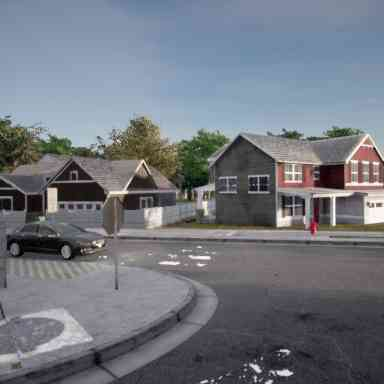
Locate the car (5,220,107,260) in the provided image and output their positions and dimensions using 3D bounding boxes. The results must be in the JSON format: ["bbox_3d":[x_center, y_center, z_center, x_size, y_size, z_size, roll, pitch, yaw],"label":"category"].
[{"bbox_3d":[-6.088,2.046,14.784,4.892,1.490,1.837,-1,0,22],"label":"car"}]
